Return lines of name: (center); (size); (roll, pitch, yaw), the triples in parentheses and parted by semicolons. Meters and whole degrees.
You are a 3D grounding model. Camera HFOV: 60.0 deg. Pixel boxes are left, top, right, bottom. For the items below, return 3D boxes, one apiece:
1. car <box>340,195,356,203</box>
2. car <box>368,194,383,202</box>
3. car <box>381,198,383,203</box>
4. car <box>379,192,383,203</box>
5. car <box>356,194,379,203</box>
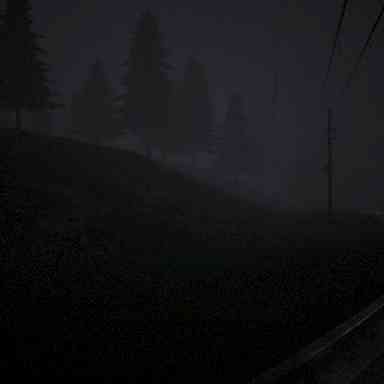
car: (30.315, 1.417, 65.199); (1.837, 1.490, 4.892); (0, 0, 17)
car: (39.989, 1.286, 72.645); (1.837, 1.490, 4.892); (0, 0, 17)
car: (19.791, 1.496, 31.515); (1.994, 1.385, 4.181); (0, 0, 18)
car: (37.001, 1.096, 63.132); (2.150, 2.045, 5.566); (0, 0, 17)
car: (33.520, 1.442, 63.721); (2.033, 1.411, 5.357); (0, 0, 17)
